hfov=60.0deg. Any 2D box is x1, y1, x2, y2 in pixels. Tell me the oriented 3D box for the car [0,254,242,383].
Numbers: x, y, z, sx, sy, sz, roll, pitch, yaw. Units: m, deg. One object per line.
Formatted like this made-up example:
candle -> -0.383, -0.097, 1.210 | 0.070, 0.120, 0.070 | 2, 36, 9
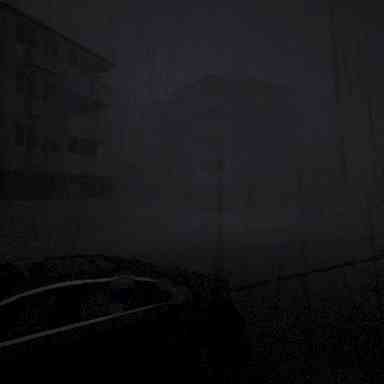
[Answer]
car -> -1.685, 1.494, 3.389 | 4.902, 1.511, 2.128 | 0, 0, -35
